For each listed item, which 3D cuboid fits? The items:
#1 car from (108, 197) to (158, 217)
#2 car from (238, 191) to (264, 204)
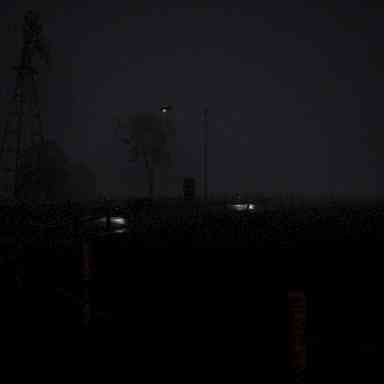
[{"bbox_3d":[-4.871,1.182,27.706,1.837,1.490,4.892,1,2,35],"label":"car"},{"bbox_3d":[8.167,0.732,46.103,2.097,1.767,4.553,1,2,36],"label":"car"}]
